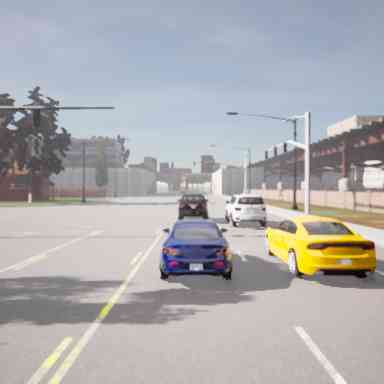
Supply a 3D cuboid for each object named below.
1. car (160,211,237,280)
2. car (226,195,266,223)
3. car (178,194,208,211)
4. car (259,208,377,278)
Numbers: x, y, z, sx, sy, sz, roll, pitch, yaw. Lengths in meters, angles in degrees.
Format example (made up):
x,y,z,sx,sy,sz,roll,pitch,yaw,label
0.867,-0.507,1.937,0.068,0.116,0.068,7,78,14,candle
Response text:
x,y,z,sx,sy,sz,roll,pitch,yaw,label
0.100,1.527,9.849,1.812,1.442,4.674,0,0,0,car
3.599,1.181,22.735,2.150,2.045,5.566,0,1,0,car
0.092,1.155,26.028,2.150,2.045,5.566,0,0,0,car
3.598,1.481,10.231,1.882,1.535,5.008,0,0,0,car
